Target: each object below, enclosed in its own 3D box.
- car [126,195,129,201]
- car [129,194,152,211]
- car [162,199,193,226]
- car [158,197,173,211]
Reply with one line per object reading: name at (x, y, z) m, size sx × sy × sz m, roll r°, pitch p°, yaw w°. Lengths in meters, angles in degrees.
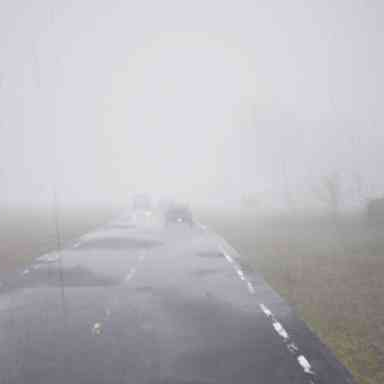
car at (-14.924, 1.463, 80.692) m, size 1.882 × 1.535 × 5.008 m, roll 0°, pitch 0°, yaw -17°
car at (-6.223, 1.241, 40.957) m, size 2.150 × 2.045 × 5.566 m, roll 0°, pitch 0°, yaw -8°
car at (-0.981, 1.513, 23.364) m, size 1.837 × 1.490 × 4.892 m, roll 0°, pitch 0°, yaw -5°
car at (-3.154, 1.365, 41.841) m, size 2.097 × 1.767 × 4.553 m, roll 0°, pitch 0°, yaw -8°
